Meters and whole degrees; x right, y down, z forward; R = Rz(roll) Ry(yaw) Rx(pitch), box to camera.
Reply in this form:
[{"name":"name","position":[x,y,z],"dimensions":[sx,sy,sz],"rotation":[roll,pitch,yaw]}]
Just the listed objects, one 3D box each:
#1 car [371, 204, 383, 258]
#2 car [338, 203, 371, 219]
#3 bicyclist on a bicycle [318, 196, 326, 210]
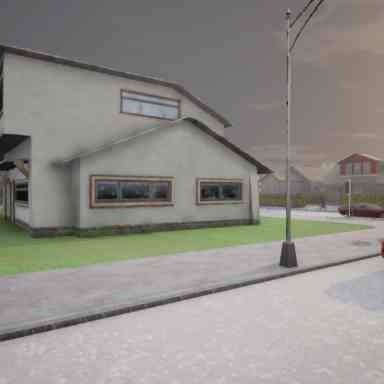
[{"name":"car","position":[8.088,1.221,9.994],"dimensions":[5.566,2.045,2.150],"rotation":[0,0,-31]},{"name":"car","position":[14.686,1.601,27.273],"dimensions":[1.895,1.301,4.718],"rotation":[0,0,-35]},{"name":"bicyclist on a bicycle","position":[15.772,1.349,40.310],"dimensions":[1.656,1.620,0.582],"rotation":[0,0,-35]}]
